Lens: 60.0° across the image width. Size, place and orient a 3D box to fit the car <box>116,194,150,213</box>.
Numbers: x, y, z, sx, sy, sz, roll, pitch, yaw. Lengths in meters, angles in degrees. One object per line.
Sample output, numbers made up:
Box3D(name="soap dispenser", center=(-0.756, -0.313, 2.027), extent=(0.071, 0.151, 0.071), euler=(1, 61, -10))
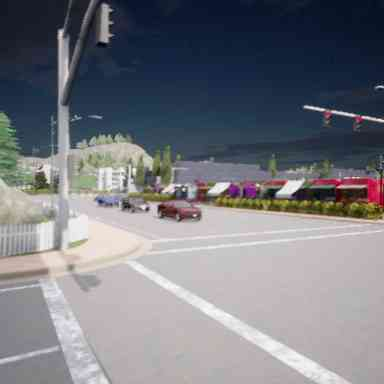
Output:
Box3D(name="car", center=(-5.842, 1.288, 34.218), extent=(2.128, 1.511, 4.902), euler=(0, 0, -29))

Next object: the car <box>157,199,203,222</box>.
Box3D(name="car", center=(-1.007, 1.349, 25.510), extent=(1.882, 1.535, 5.008), euler=(0, 0, -29))

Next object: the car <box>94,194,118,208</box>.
Box3D(name="car", center=(-10.912, 1.197, 43.372), extent=(1.882, 1.535, 5.008), euler=(0, 0, -29))

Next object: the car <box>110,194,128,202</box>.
Box3D(name="car", center=(-14.051, 1.114, 63.867), extent=(2.033, 1.411, 5.357), euler=(0, 0, -29))

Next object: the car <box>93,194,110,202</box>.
Box3D(name="car", center=(-16.843, 1.138, 61.639), extent=(1.994, 1.385, 4.181), euler=(0, 0, -29))
